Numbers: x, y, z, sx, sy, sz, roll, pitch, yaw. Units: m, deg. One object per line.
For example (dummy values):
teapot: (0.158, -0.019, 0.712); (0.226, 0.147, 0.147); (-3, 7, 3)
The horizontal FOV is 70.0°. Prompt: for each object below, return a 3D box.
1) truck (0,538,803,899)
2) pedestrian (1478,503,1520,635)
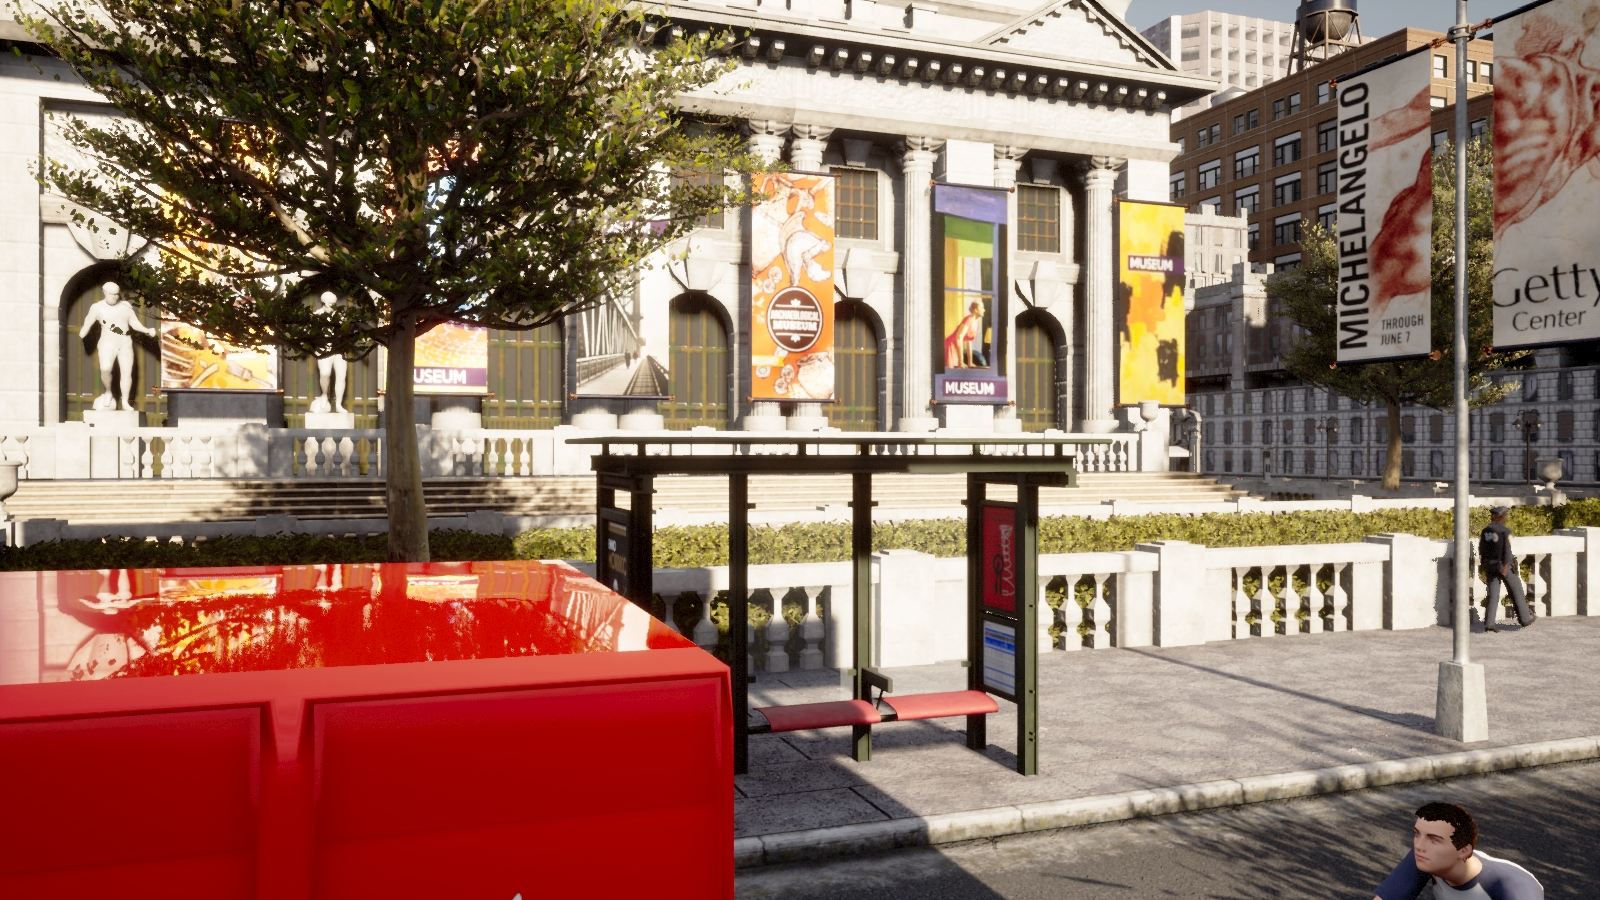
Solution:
truck: (-2.888, 1.568, 2.235); (5.204, 2.467, 2.627); (0, 0, -20)
pedestrian: (10.117, 1.702, 16.537); (0.375, 1.860, 0.375); (0, 0, -23)
